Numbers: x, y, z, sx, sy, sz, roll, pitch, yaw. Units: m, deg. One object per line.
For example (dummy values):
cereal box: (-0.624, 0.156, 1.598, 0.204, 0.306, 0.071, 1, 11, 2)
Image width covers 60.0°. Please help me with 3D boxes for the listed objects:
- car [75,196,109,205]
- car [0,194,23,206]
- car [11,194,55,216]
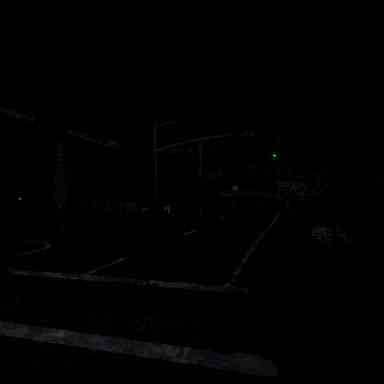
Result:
car: (-12.730, 1.168, 43.006, 4.718, 1.301, 1.895, 0, 1, 18)
car: (-26.935, 1.149, 47.734, 5.008, 1.535, 1.882, 0, 1, 18)
car: (-13.120, 1.100, 27.819, 3.866, 1.878, 1.905, 0, 1, 18)
